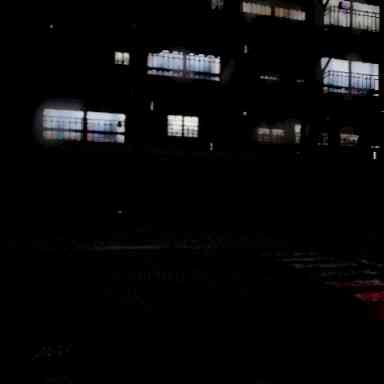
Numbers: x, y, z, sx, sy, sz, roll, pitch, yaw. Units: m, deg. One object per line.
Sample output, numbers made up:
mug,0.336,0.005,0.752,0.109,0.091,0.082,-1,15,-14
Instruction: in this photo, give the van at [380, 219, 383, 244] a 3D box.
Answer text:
van,10.082,1.649,14.098,3.998,1.788,1.690,1,-1,-11
